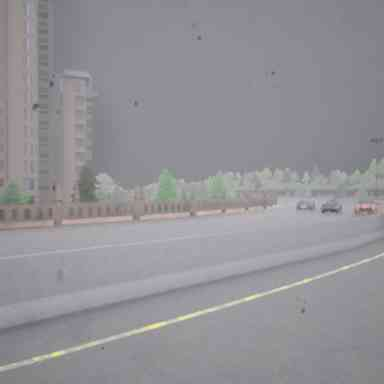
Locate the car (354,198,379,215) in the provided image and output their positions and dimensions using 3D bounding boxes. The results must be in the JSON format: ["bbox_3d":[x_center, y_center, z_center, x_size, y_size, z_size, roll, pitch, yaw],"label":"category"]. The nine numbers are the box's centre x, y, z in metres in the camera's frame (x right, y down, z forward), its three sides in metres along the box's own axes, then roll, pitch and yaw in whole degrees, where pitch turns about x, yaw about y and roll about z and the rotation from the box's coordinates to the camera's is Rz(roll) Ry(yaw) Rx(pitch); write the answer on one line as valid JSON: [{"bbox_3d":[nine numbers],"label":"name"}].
[{"bbox_3d":[18.270,1.484,34.799,2.097,1.767,4.553,0,-1,31],"label":"car"}]

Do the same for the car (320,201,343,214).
[{"bbox_3d":[15.779,1.704,37.327,2.033,1.411,5.357,0,-1,31],"label":"car"}]

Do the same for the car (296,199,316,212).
[{"bbox_3d":[14.572,1.692,42.361,2.128,1.511,4.902,0,-1,28],"label":"car"}]
